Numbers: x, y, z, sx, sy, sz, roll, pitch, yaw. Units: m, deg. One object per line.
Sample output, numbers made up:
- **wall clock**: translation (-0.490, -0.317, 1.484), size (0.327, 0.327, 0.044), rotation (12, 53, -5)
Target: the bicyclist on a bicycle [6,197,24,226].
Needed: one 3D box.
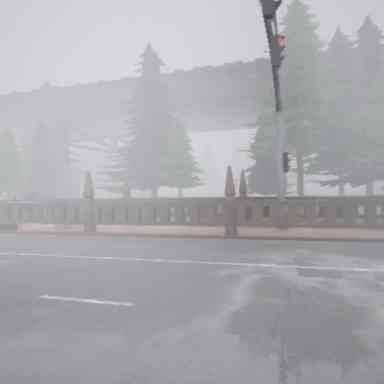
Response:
- **bicyclist on a bicycle**: translation (-9.933, 1.082, 18.889), size (0.582, 1.620, 1.656), rotation (-1, 1, 17)
